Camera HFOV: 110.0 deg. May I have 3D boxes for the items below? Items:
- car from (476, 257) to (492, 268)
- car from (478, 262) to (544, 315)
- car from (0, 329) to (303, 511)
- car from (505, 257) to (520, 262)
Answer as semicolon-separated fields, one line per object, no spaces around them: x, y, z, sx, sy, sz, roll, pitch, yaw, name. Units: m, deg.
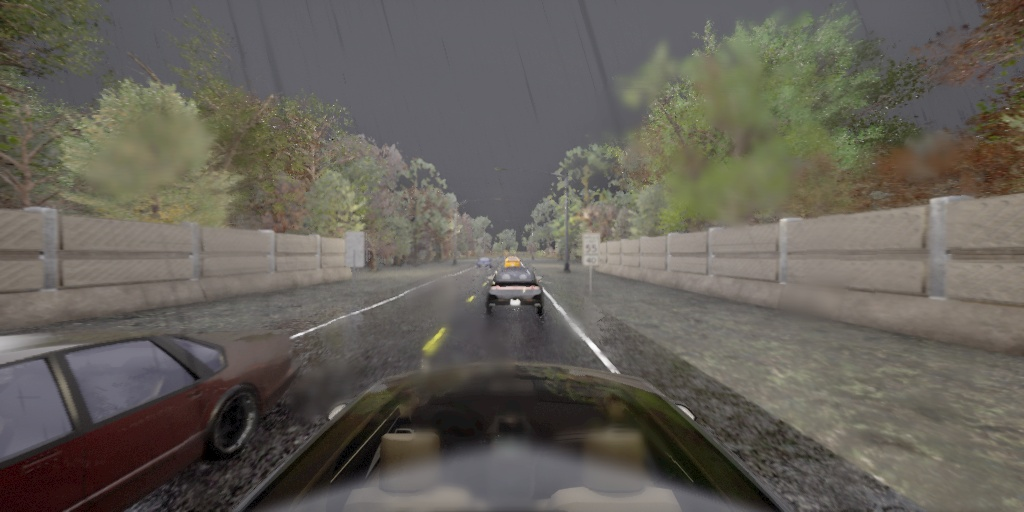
-3.586;0.873;47.612;1.812;1.442;4.674;0;1;0;car
0.098;1.152;13.034;2.128;1.511;4.902;0;0;0;car
-3.601;1.293;2.214;2.033;1.411;5.357;0;0;0;car
0.082;0.848;45.283;1.882;1.535;5.008;0;1;0;car
